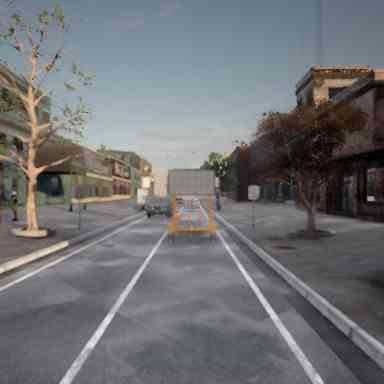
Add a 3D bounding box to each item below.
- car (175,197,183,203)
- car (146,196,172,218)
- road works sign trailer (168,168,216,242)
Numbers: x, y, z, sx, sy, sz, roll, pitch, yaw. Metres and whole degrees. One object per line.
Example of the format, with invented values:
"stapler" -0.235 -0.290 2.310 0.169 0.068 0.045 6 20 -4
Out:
"car" -3.019 1.754 73.262 1.994 1.385 4.181 0 0 0
"car" -3.107 1.452 32.711 2.150 2.045 5.566 0 0 0
"road works sign trailer" -0.005 0.576 16.910 2.380 3.560 2.880 0 0 0
